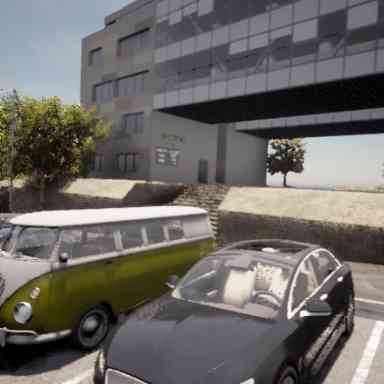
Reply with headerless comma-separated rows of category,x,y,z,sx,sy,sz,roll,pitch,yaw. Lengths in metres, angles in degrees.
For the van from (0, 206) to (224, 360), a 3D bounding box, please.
van,-1.412,1.292,6.153,1.878,1.987,4.442,-1,0,36
